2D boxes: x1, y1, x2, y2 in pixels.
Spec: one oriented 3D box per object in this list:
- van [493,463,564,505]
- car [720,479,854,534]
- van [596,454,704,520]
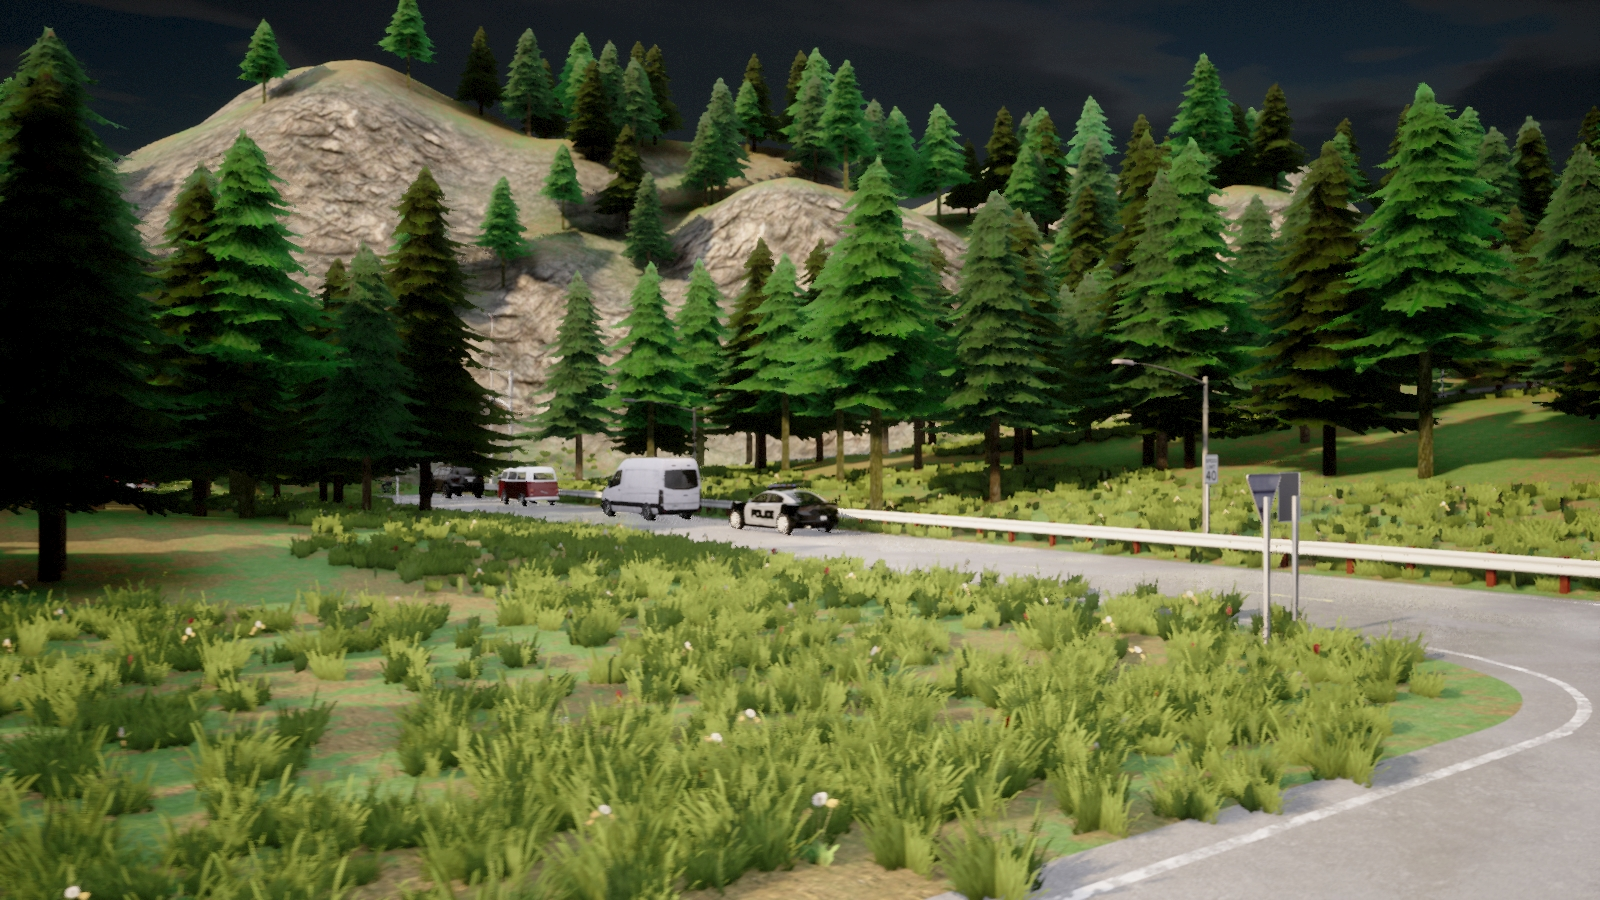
[{"bbox_3d":[-14.133,1.735,59.397,2.069,2.038,4.480,0,0,-35],"label":"van"},{"bbox_3d":[-0.547,1.934,40.369,2.097,1.638,5.238,0,0,-35],"label":"car"},{"bbox_3d":[-6.452,1.487,48.518,1.988,2.561,5.915,0,0,-35],"label":"van"}]
